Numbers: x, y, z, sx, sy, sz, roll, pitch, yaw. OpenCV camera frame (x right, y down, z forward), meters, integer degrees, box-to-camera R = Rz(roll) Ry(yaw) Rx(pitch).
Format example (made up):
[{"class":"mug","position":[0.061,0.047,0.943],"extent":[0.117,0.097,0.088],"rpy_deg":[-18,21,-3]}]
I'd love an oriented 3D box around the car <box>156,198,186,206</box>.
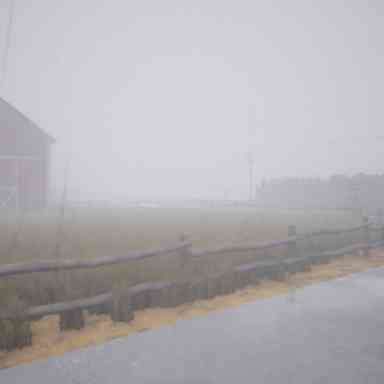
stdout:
[{"class":"car","position":[-2.955,1.481,45.522],"extent":[2.033,1.411,5.357],"rpy_deg":[0,0,-35]}]
